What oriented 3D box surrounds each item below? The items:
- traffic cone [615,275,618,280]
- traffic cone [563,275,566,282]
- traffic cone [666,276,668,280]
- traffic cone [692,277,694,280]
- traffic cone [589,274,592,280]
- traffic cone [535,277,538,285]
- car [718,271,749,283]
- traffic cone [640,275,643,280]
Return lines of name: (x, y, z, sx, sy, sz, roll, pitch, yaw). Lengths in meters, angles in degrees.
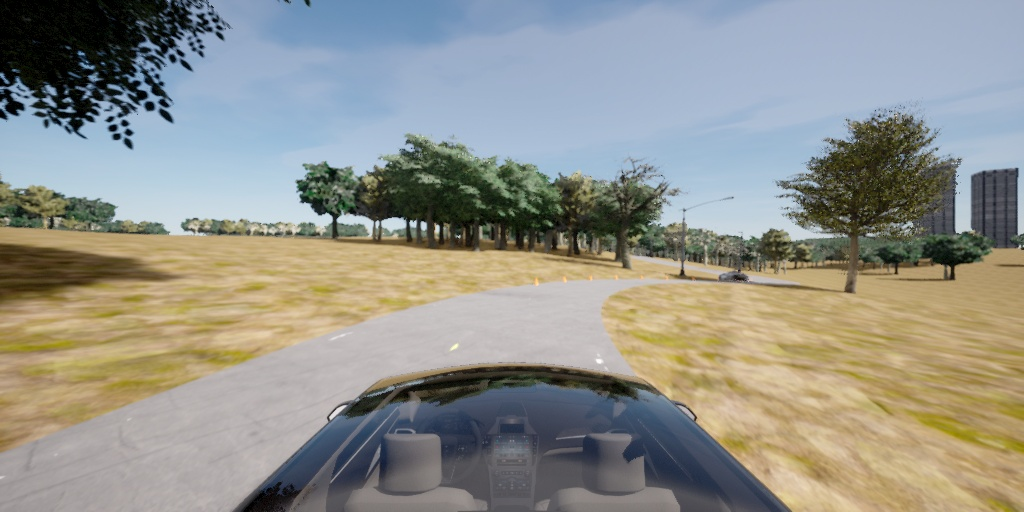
traffic cone: (11.354, 2.278, 39.139, 0.340, 0.580, 0.340, 0, 0, -44)
traffic cone: (4.548, 1.963, 31.088, 0.340, 0.580, 0.340, 0, 0, 34)
traffic cone: (19.679, 2.743, 45.603, 0.340, 0.580, 0.340, 0, 0, -32)
traffic cone: (24.300, 2.986, 48.150, 0.340, 0.580, 0.340, 0, 0, -26)
traffic cone: (7.741, 2.099, 35.292, 0.340, 0.580, 0.340, 0, 0, 40)
traffic cone: (1.809, 1.870, 26.574, 0.340, 0.580, 0.340, 0, 0, 28)
car: (29.982, 2.771, 48.511, 4.902, 1.511, 2.128, 3, -1, -29)
traffic cone: (15.348, 2.500, 42.589, 0.340, 0.580, 0.340, 0, 0, -38)
